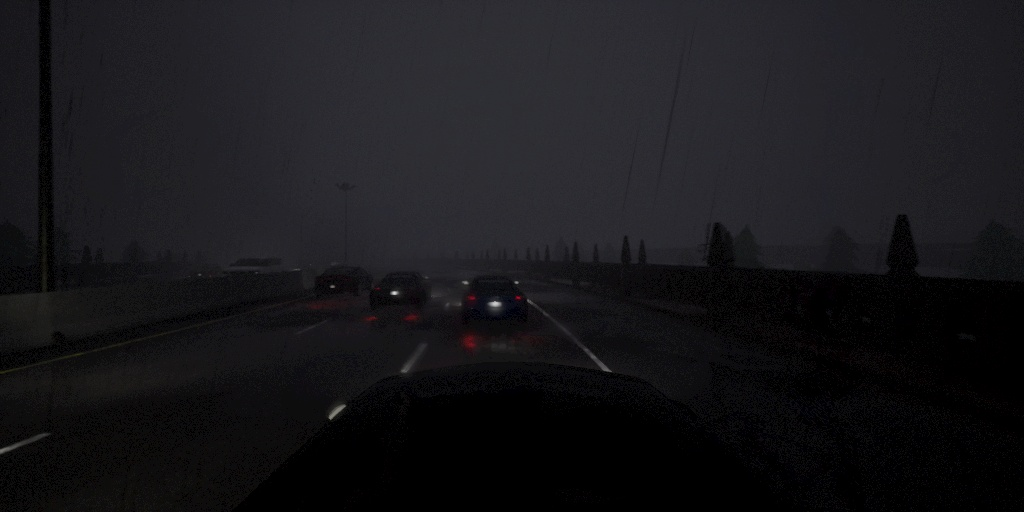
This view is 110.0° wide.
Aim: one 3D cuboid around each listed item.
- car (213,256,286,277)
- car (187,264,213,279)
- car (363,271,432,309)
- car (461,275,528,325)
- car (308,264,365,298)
[{"bbox_3d":[-17.145,1.032,24.073,2.150,2.045,5.566,0,0,-15],"label":"car"},{"bbox_3d":[-27.064,1.410,32.091,1.994,1.385,4.181,0,0,-22],"label":"car"},{"bbox_3d":[-4.544,1.328,15.112,1.994,1.385,4.181,0,0,-7],"label":"car"},{"bbox_3d":[-0.661,1.314,11.961,1.994,1.385,4.181,0,0,-6],"label":"car"},{"bbox_3d":[-8.694,1.257,18.992,1.882,1.535,5.008,0,0,-10],"label":"car"}]
